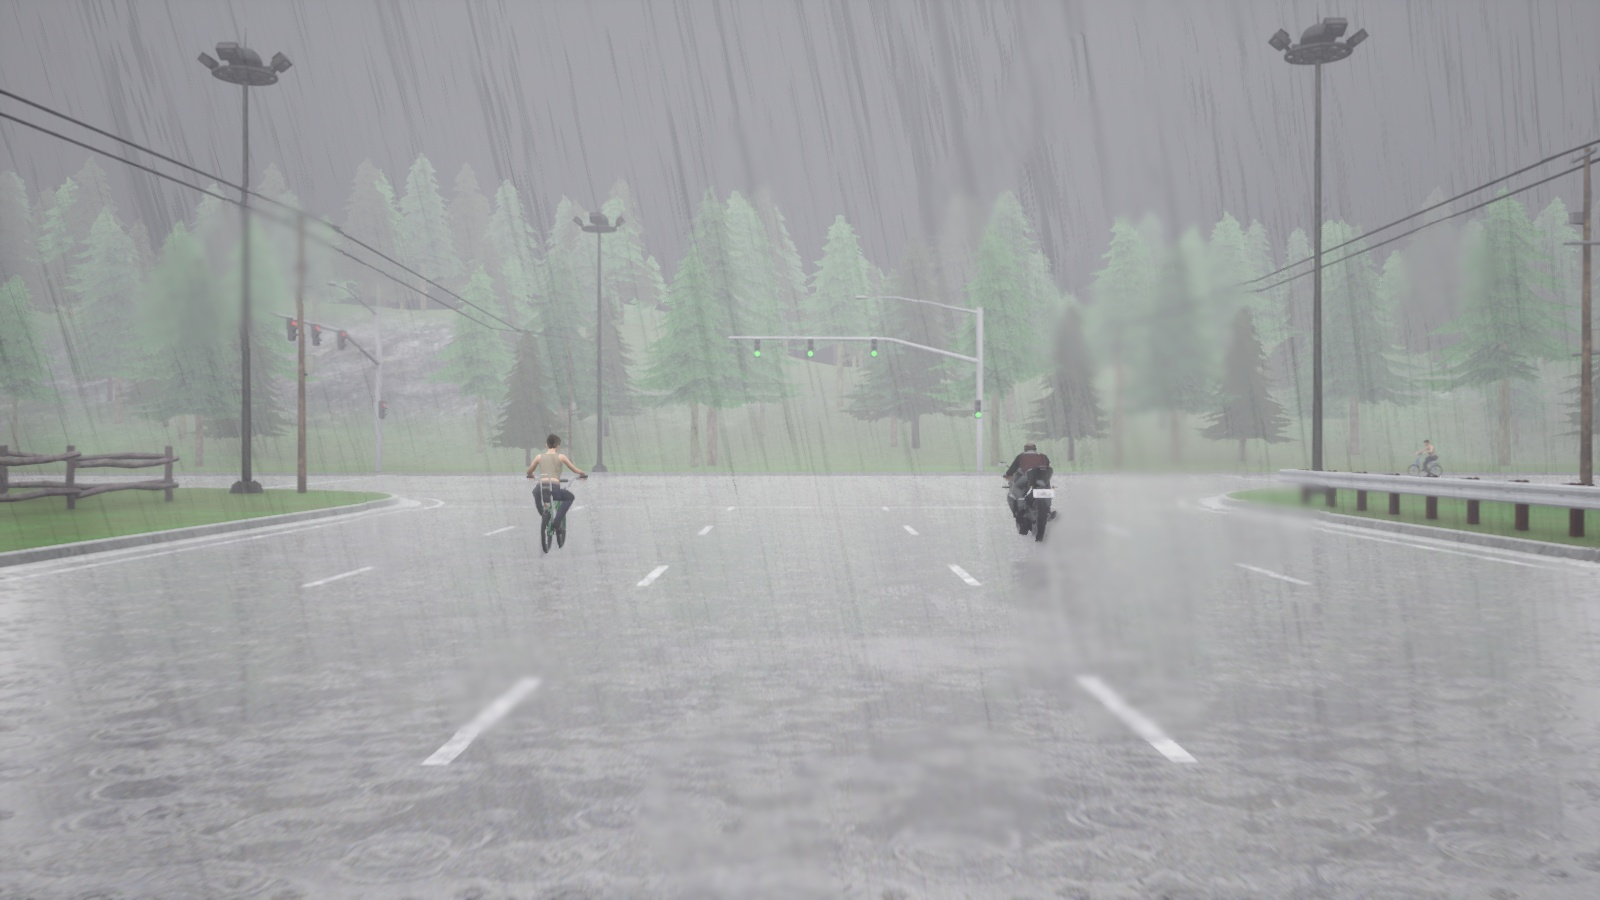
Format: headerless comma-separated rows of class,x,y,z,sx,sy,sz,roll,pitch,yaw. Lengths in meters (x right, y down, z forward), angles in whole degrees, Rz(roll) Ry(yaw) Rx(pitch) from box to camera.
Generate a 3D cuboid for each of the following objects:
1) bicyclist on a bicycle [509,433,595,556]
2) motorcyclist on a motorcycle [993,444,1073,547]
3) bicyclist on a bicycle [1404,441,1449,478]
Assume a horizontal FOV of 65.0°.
bicyclist on a bicycle,-3.391,0.583,17.307,0.866,1.612,1.509,0,0,1
motorcyclist on a motorcycle,3.628,0.673,19.749,0.866,1.530,2.191,0,0,0
bicyclist on a bicycle,26.962,0.400,54.085,1.509,1.612,0.866,0,0,1
